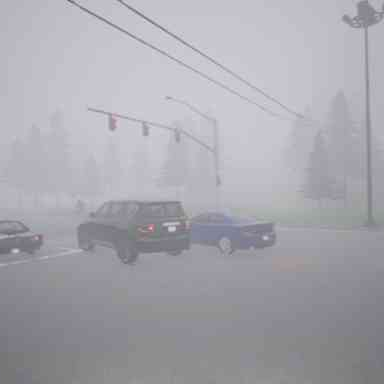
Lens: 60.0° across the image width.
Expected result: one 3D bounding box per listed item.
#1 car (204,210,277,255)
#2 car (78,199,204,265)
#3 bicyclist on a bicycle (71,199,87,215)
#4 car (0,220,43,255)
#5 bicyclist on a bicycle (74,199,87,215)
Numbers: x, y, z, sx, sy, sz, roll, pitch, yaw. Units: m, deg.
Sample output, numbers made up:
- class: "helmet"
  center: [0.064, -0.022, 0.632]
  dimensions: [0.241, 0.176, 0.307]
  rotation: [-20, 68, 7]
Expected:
- class: "car"
  center: [1.086, 1.461, 13.417]
  dimensions: [1.882, 1.535, 5.008]
  rotation: [-1, 0, -36]
- class: "car"
  center: [-2.318, 1.276, 12.358]
  dimensions: [2.150, 2.045, 5.566]
  rotation: [-1, 0, -39]
- class: "bicyclist on a bicycle"
  center: [-11.792, 1.568, 34.772]
  dimensions: [0.582, 1.620, 1.656]
  rotation: [-1, 0, 24]
- class: "car"
  center: [-7.698, 1.770, 12.948]
  dimensions: [4.718, 1.301, 1.895]
  rotation: [-1, 0, 42]
- class: "bicyclist on a bicycle"
  center: [-11.479, 1.561, 34.302]
  dimensions: [0.582, 1.620, 1.656]
  rotation: [-1, 0, 27]
